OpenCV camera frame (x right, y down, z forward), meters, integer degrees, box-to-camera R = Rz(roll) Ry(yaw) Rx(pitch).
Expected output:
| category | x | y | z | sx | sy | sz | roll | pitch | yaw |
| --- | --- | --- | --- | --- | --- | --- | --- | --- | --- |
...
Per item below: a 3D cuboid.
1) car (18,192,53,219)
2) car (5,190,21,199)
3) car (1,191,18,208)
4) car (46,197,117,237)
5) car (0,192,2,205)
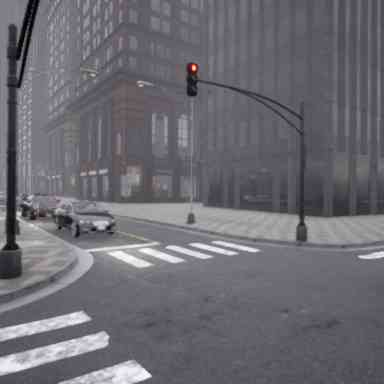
| category | x | y | z | sx | sy | sz | roll | pitch | yaw |
| --- | --- | --- | --- | --- | --- | --- | --- | --- | --- |
| car | -10.637 | 0.914 | 23.660 | 2.097 | 1.767 | 4.553 | 0 | 1 | -35 |
| car | -30.558 | 0.433 | 56.762 | 1.837 | 1.490 | 4.892 | 0 | 1 | -36 |
| car | -16.529 | 0.873 | 31.842 | 2.128 | 1.511 | 4.902 | 0 | 1 | -36 |
| car | -5.297 | 1.224 | 16.247 | 2.128 | 1.511 | 4.902 | 0 | 1 | -36 |
| car | -22.550 | 0.707 | 40.254 | 1.837 | 1.490 | 4.892 | 0 | 1 | -35 |
